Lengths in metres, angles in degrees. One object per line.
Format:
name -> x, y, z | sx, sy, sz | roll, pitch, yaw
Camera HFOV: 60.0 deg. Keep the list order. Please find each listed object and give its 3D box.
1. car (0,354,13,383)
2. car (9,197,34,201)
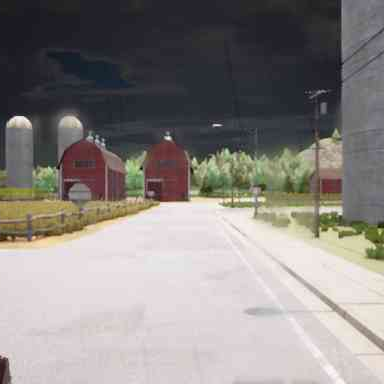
car -> -2.566, 1.550, 0.342 | 2.033, 1.411, 5.357 | 0, 0, 9
car -> -37.009, 1.844, 72.113 | 5.008, 1.535, 1.882 | 0, 0, -3
